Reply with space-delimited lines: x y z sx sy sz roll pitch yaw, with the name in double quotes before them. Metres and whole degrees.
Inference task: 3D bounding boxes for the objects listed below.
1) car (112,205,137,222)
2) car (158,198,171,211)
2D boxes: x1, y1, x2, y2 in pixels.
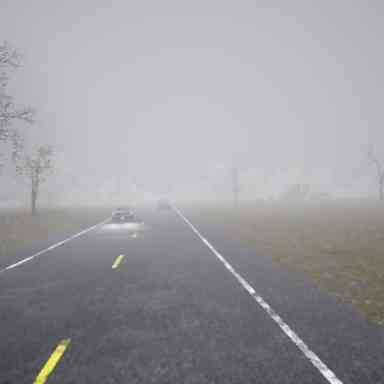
"car" -6.125 1.919 30.543 1.895 1.301 4.718 -2 0 -5
"car" -3.933 1.892 47.346 1.895 1.301 4.718 -2 0 -5
